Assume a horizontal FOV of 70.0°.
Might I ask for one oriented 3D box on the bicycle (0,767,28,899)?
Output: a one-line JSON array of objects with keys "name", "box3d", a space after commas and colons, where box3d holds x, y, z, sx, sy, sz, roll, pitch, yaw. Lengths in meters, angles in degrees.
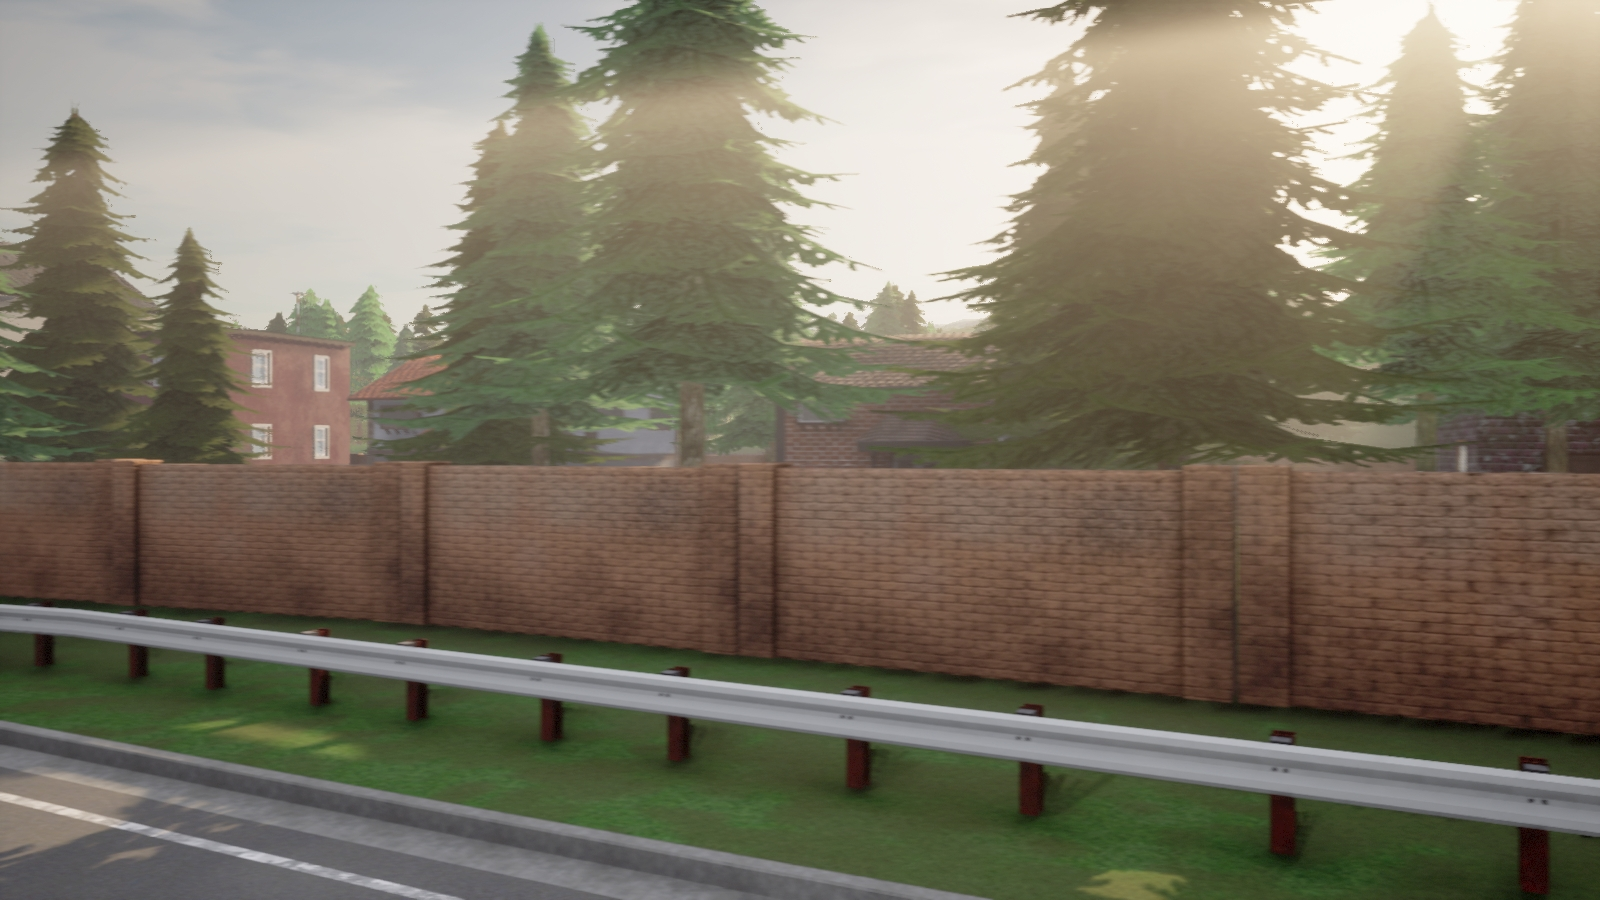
[{"name": "bicycle", "box3d": [-4.001, 2.056, 4.784, 1.643, 1.496, 0.373, 1, 0, 20]}]
